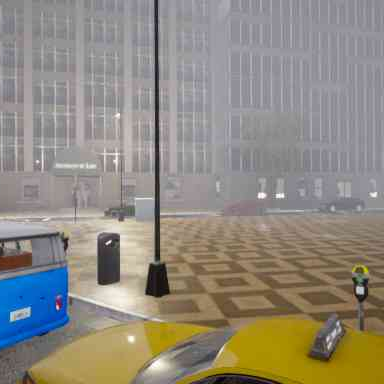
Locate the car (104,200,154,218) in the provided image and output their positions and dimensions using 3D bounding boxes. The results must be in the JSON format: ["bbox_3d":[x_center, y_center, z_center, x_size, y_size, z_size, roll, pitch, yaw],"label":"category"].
[{"bbox_3d":[-5.161,1.396,27.499,4.181,1.385,1.994,0,0,-14],"label":"car"}]

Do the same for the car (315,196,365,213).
[{"bbox_3d":[14.412,1.191,32.367,4.892,1.490,1.837,0,0,-14],"label":"car"}]

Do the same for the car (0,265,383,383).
[{"bbox_3d":[0.649,1.525,2.263,4.829,1.417,1.752,0,0,35],"label":"car"}]

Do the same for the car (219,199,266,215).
[{"bbox_3d":[4.553,1.320,29.924,4.181,1.385,1.994,0,0,-14],"label":"car"}]

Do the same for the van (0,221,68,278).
[{"bbox_3d":[-3.722,1.343,5.372,3.998,1.788,1.690,0,0,35],"label":"van"}]
